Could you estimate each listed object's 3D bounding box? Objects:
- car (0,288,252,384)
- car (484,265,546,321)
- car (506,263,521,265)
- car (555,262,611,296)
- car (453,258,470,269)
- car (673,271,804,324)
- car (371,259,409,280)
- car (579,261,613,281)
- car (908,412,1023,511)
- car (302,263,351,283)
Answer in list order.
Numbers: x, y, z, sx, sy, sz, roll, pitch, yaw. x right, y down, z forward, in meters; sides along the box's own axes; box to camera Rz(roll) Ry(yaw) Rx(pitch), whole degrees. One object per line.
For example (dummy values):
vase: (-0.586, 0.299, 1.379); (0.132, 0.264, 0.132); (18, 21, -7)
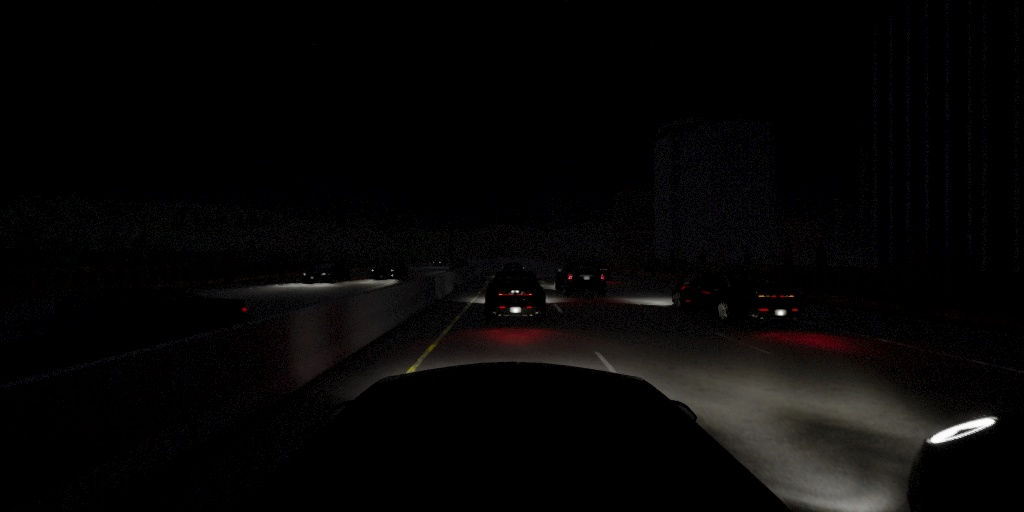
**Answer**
car: (-7.099, 1.289, 6.120); (2.033, 1.411, 5.357); (0, 0, 0)
car: (0.103, 1.242, 12.399); (1.837, 1.490, 4.892); (0, 0, 0)
car: (0.108, 1.280, 30.683); (2.033, 1.411, 5.357); (0, 0, 0)
car: (3.605, 1.083, 19.412); (2.097, 1.767, 4.553); (0, 0, 0)
car: (-7.051, 1.311, 50.514); (1.994, 1.385, 4.181); (0, 0, 0)
car: (7.102, 1.242, 11.899); (1.837, 1.490, 4.892); (0, 0, 0)
car: (-10.585, 1.084, 31.310); (2.097, 1.767, 4.553); (0, 0, 0)
car: (7.108, 1.238, 30.869); (1.837, 1.490, 4.892); (0, 0, 0)
car: (3.606, 1.104, 0.375); (2.097, 1.767, 4.553); (0, 0, 0)
car: (-14.089, 1.257, 27.596); (1.812, 1.442, 4.674); (0, 0, 0)
